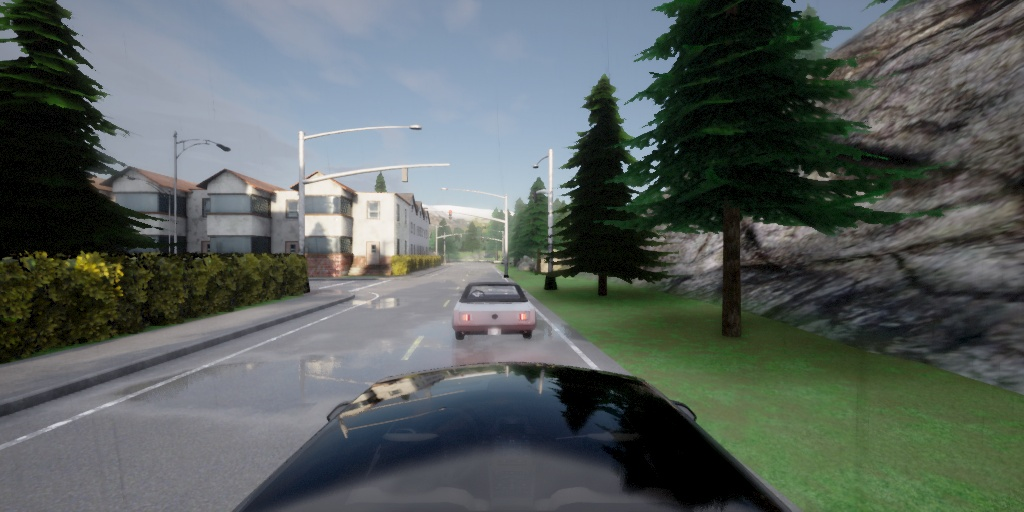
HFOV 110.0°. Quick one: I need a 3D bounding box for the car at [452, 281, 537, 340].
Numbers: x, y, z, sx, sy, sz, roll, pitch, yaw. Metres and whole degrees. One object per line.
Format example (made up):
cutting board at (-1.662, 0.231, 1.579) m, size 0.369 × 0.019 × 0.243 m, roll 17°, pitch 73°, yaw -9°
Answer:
car at (-0.533, 1.351, 9.979) m, size 1.895 × 1.301 × 4.718 m, roll 0°, pitch 0°, yaw -4°
